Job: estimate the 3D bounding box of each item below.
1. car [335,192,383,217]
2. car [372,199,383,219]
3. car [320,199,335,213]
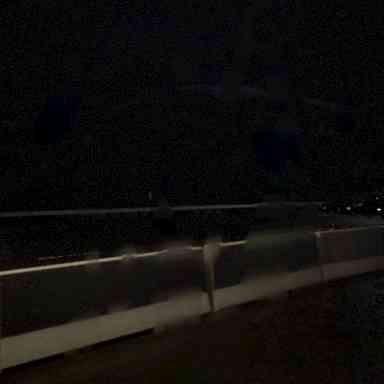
[{"bbox_3d":[15.511,0.997,28.807,5.566,2.045,2.150,0,0,-25],"label":"car"},{"bbox_3d":[16.345,1.388,25.340,4.718,1.301,1.895,0,0,-25],"label":"car"},{"bbox_3d":[14.616,1.264,32.233,4.892,1.490,1.837,0,0,-25],"label":"car"}]
